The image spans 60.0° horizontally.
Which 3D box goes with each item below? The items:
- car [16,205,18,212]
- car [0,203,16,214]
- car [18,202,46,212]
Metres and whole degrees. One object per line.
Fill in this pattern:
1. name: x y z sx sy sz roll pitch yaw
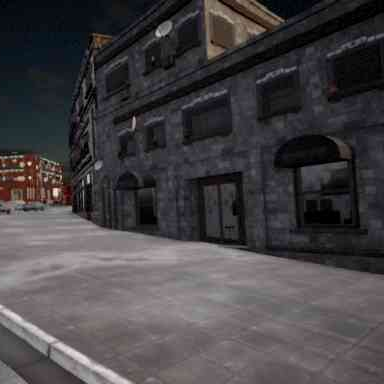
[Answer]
1. car: -27.910 2.540 55.647 2.128 1.511 4.902 -3 -1 -3
2. car: -23.128 2.057 39.211 1.812 1.442 4.674 -3 -1 -5
3. car: -24.094 2.233 51.048 2.128 1.511 4.902 -3 -1 -3
